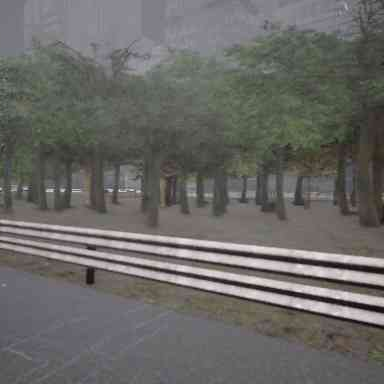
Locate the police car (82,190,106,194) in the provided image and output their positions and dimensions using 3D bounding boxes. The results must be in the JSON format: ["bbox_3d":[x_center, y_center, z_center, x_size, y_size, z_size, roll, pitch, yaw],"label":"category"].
[{"bbox_3d":[-21.029,-0.174,71.676,4.974,1.542,2.038,1,1,7],"label":"police car"}]
